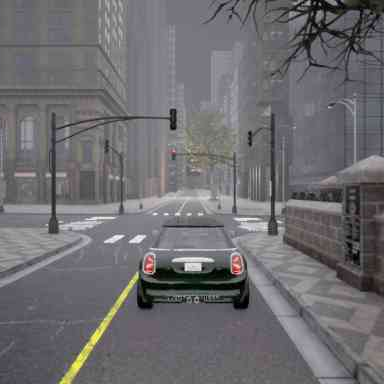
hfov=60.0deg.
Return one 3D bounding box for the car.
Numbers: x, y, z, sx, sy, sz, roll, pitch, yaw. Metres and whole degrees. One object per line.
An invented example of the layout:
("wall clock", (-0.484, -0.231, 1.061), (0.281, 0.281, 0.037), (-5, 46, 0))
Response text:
("car", (0.034, 1.352, 8.041), (2.097, 1.767, 4.553), (0, 0, 0))
